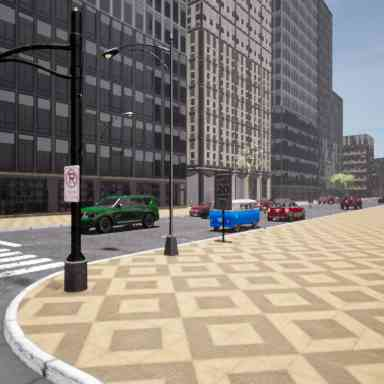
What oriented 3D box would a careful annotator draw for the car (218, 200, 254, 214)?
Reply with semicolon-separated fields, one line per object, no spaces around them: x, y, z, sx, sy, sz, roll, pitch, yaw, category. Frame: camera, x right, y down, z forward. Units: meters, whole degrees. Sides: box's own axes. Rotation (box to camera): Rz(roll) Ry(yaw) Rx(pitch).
4.858;1.570;36.064;1.887;1.381;4.507;0;0;38;car

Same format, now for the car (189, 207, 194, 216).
1.452;1.603;31.663;1.802;1.307;4.206;0;0;38;car

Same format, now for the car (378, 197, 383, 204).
38.332;1.658;66.437;1.947;1.339;4.313;0;0;38;car

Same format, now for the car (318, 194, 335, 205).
25.291;1.380;62.463;2.192;1.841;5.009;0;0;38;car

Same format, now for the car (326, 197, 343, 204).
28.696;1.624;66.862;2.008;1.369;4.403;0;0;38;car

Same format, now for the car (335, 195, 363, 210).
21.305;1.368;44.439;2.192;1.841;5.009;0;0;38;car

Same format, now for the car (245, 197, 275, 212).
8.263;1.471;40.463;1.967;1.590;4.097;0;0;38;car

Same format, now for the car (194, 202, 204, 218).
2.590;1.625;29.098;1.895;1.301;4.718;0;0;38;car

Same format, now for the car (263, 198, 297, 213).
10.450;1.524;39.218;2.128;1.511;4.902;0;0;38;car

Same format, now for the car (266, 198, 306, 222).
7.684;1.472;26.839;1.967;1.590;4.097;0;0;38;car

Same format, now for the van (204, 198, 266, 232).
2.704;1.368;20.224;1.690;1.788;3.998;0;0;38;van

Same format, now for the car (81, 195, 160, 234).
-4.400;1.238;20.035;2.150;2.045;5.566;0;0;39;car
